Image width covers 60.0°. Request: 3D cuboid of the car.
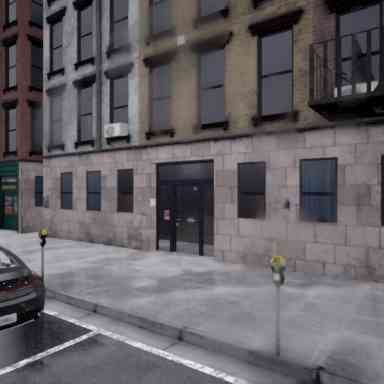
[{"bbox_3d":[-4.360,1.550,5.909,4.403,1.369,2.008,0,0,35],"label":"car"}]
